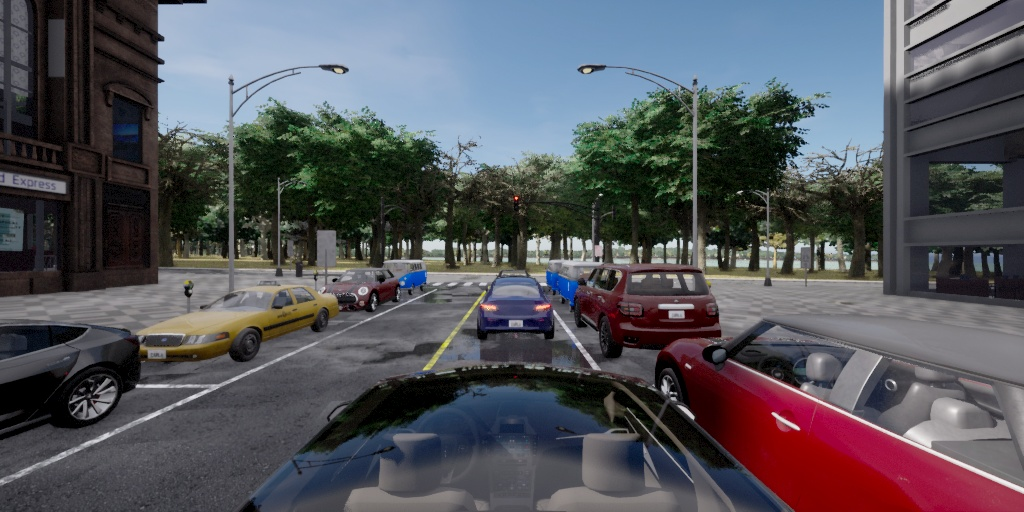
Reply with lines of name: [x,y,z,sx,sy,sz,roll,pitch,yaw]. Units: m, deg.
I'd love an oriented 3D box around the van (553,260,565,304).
van: [2.760,1.091,13.838,1.690,1.789,3.998,0,0,0]

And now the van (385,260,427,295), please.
van: [-5.766,1.092,19.274,1.690,1.789,3.998,0,0,0]

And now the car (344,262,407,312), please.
car: [-5.765,1.190,13.836,1.967,1.591,4.097,0,0,0]

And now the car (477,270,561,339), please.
car: [0.097,1.276,9.938,1.812,1.442,4.674,0,0,0]

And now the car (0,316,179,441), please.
car: [-5.763,1.316,2.961,1.948,1.339,4.313,0,0,0]

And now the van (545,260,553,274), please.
van: [2.759,1.092,19.276,1.690,1.789,3.998,0,0,0]

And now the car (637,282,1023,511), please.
car: [2.763,1.190,2.963,1.967,1.591,4.097,0,0,0]

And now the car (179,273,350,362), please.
car: [-5.764,1.275,8.229,1.751,1.417,4.829,0,0,0]

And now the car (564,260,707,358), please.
car: [2.761,1.065,8.401,2.192,1.841,5.009,0,0,0]
